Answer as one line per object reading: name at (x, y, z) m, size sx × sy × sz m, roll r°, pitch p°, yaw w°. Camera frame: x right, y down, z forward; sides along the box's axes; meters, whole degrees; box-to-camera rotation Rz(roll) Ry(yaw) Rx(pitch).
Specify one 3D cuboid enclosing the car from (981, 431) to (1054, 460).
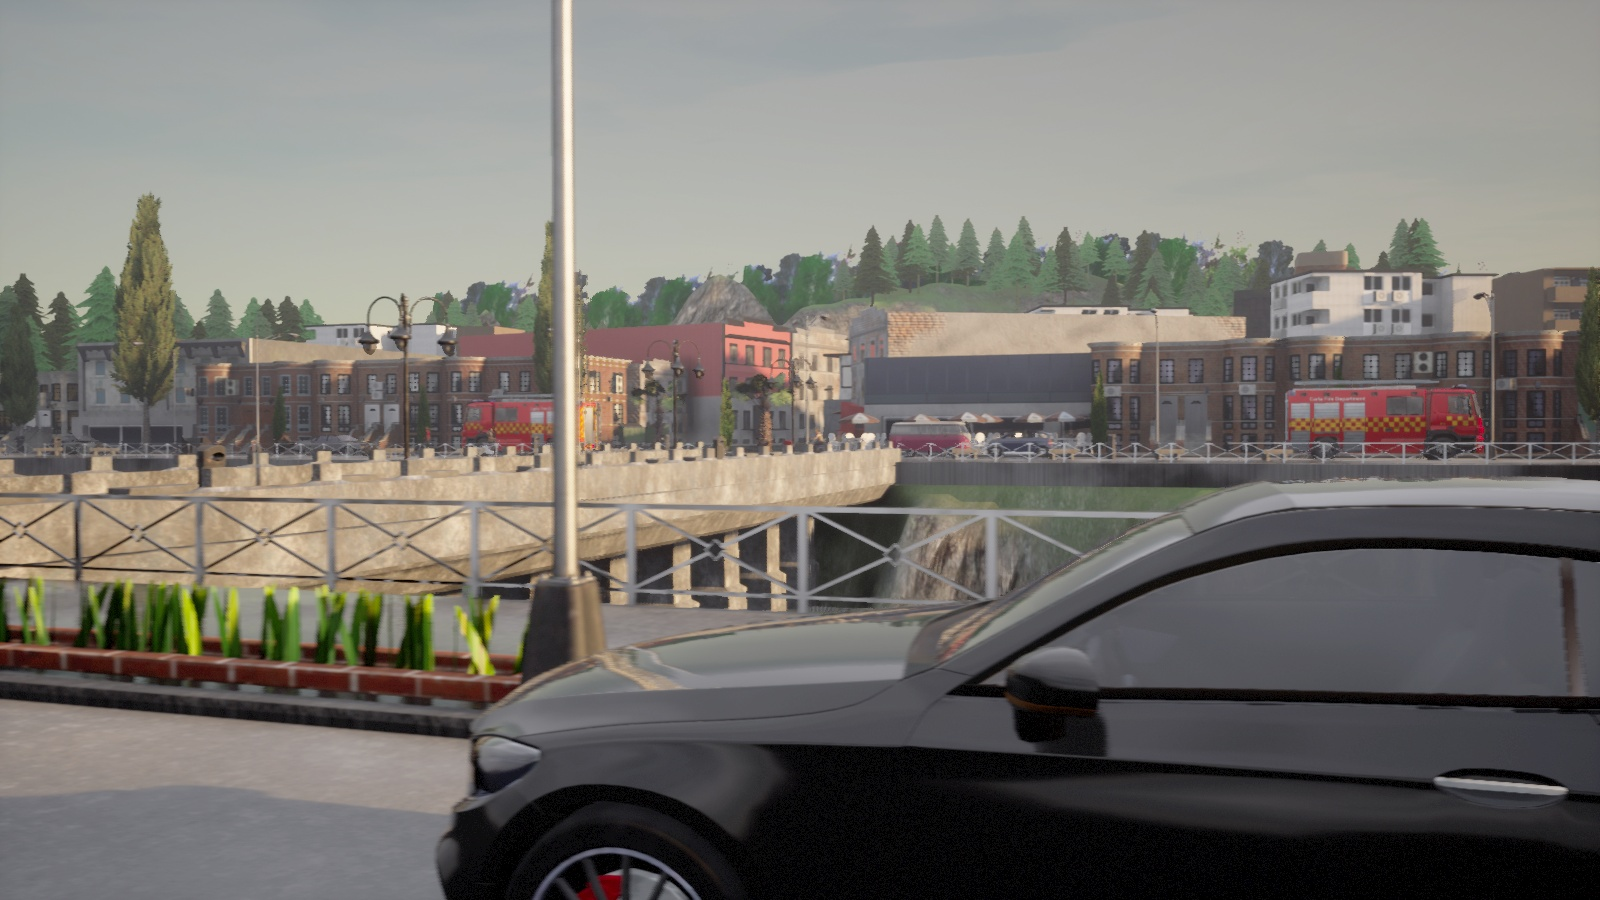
car at (11.972, -0.251, 69.005) m, size 3.705 × 1.549 × 1.789 m, roll 1°, pitch 1°, yaw 17°

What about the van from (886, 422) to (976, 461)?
van at (6.931, -0.457, 66.433) m, size 4.442 × 1.987 × 1.775 m, roll 1°, pitch 1°, yaw 19°

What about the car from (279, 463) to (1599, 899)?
car at (1.175, 0.804, 3.325) m, size 4.674 × 1.442 × 1.812 m, roll 1°, pitch 1°, yaw 19°

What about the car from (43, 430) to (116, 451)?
car at (-48.813, -0.654, 85.072) m, size 4.181 × 1.385 × 1.994 m, roll 1°, pitch 1°, yaw 19°

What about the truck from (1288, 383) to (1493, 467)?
truck at (27.725, -1.185, 59.471) m, size 8.468 × 3.827 × 2.891 m, roll 1°, pitch 1°, yaw 18°

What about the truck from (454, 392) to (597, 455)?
truck at (-17.200, -1.662, 78.707) m, size 8.468 × 3.827 × 2.891 m, roll 1°, pitch 1°, yaw 19°

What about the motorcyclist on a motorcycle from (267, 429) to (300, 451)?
motorcyclist on a motorcycle at (-34.815, -0.676, 84.608) m, size 2.044 × 1.523 × 0.797 m, roll 1°, pitch 1°, yaw 19°

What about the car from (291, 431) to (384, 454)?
car at (-28.897, -0.489, 78.412) m, size 5.357 × 1.411 × 2.033 m, roll 1°, pitch 1°, yaw 19°
